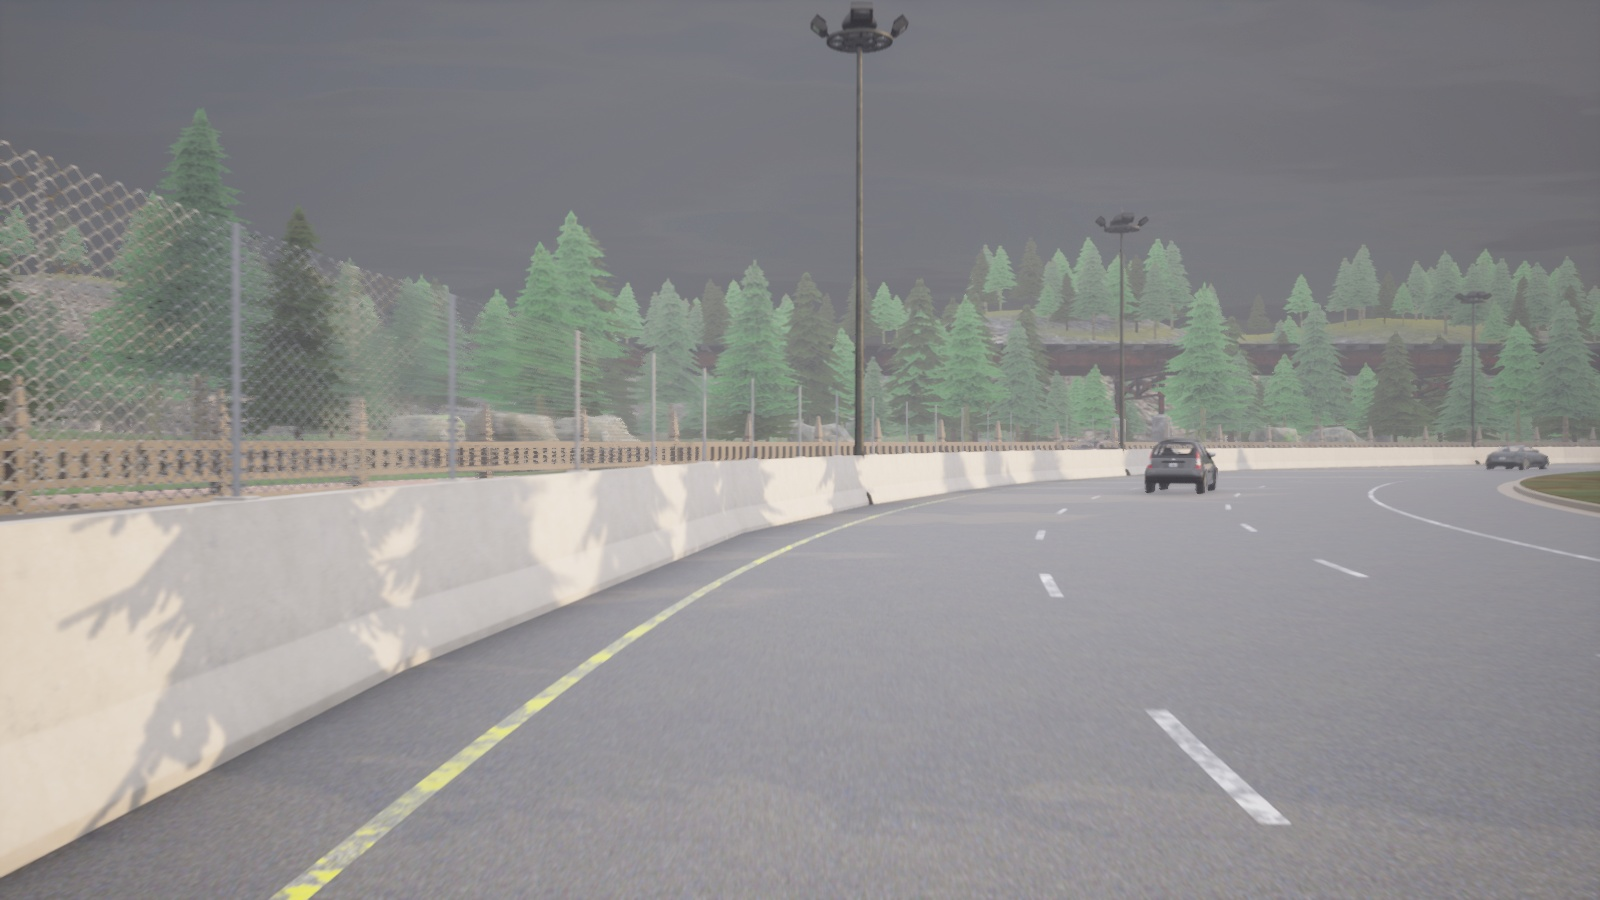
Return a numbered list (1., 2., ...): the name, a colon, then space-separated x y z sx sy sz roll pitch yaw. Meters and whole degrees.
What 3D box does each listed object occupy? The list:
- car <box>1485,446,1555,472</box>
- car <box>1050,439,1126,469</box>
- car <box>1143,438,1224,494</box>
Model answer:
1. car: 39.610 0.485 69.033 4.181 1.385 1.994 0 0 -39
2. car: 16.302 0.220 70.872 2.242 1.667 4.611 0 0 41
3. car: 11.832 0.447 38.606 1.851 1.617 3.988 0 0 25
